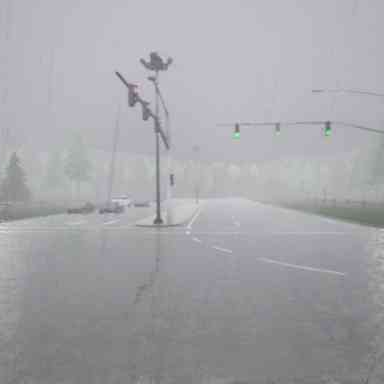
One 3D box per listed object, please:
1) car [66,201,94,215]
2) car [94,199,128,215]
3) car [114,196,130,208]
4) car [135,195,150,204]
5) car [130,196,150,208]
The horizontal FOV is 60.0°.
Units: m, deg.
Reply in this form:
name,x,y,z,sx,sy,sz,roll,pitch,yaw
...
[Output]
name,x,y,z,sx,sy,sz,roll,pitch,yaw
car,-12.657,1.811,38.219,1.882,1.535,5.008,-1,0,4
car,-9.160,1.856,38.043,1.994,1.385,4.181,-1,0,4
car,-11.632,1.624,54.450,2.150,2.045,5.566,-1,0,4
car,-10.490,1.552,70.517,2.097,1.767,4.553,-1,0,4
car,-8.138,1.837,54.254,1.882,1.535,5.008,-1,0,4
